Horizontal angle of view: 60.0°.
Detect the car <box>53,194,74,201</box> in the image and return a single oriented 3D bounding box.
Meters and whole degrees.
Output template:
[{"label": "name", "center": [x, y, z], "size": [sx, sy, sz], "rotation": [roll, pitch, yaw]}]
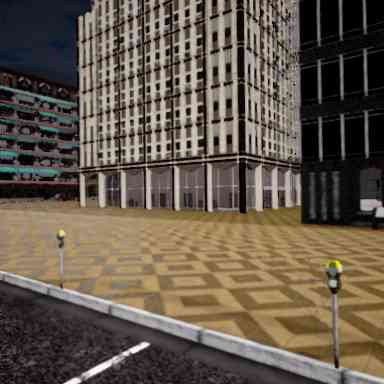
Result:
[{"label": "car", "center": [-26.608, 1.111, 69.326], "size": [1.967, 1.590, 4.097], "rotation": [-1, 0, 36]}]
